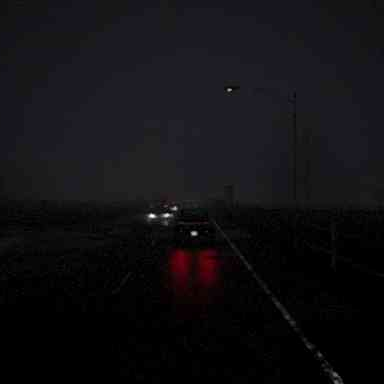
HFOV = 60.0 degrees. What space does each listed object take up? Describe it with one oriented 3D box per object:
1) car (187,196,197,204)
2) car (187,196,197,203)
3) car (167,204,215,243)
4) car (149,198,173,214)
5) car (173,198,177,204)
[{"bbox_3d":[-0.022,1.808,64.923,1.812,1.442,4.674,0,0,0],"label":"car"},{"bbox_3d":[-0.024,1.695,74.929,2.033,1.411,5.357,0,0,0],"label":"car"},{"bbox_3d":[0.092,1.565,16.576,2.128,1.511,4.902,0,0,0],"label":"car"},{"bbox_3d":[-3.606,1.519,38.075,2.097,1.767,4.553,0,0,0],"label":"car"},{"bbox_3d":[-3.574,1.721,55.837,1.882,1.535,5.008,0,0,0],"label":"car"}]
